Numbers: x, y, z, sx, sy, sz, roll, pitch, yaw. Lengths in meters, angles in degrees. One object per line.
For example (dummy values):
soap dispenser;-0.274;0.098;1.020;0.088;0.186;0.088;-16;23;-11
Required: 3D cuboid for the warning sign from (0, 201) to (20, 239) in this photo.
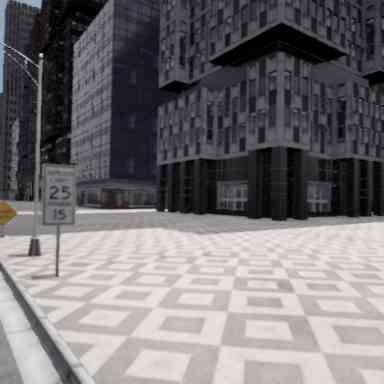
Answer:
warning sign;-9.466;1.367;16.661;1.300;1.860;1.060;2;-2;-35
